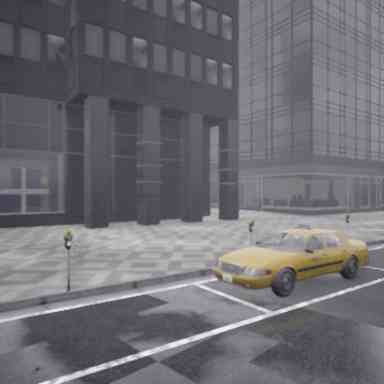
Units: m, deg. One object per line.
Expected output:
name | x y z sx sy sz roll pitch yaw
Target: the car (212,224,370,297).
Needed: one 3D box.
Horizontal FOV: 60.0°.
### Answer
car | 2.732 1.547 8.602 4.829 1.417 1.752 0 0 -36
